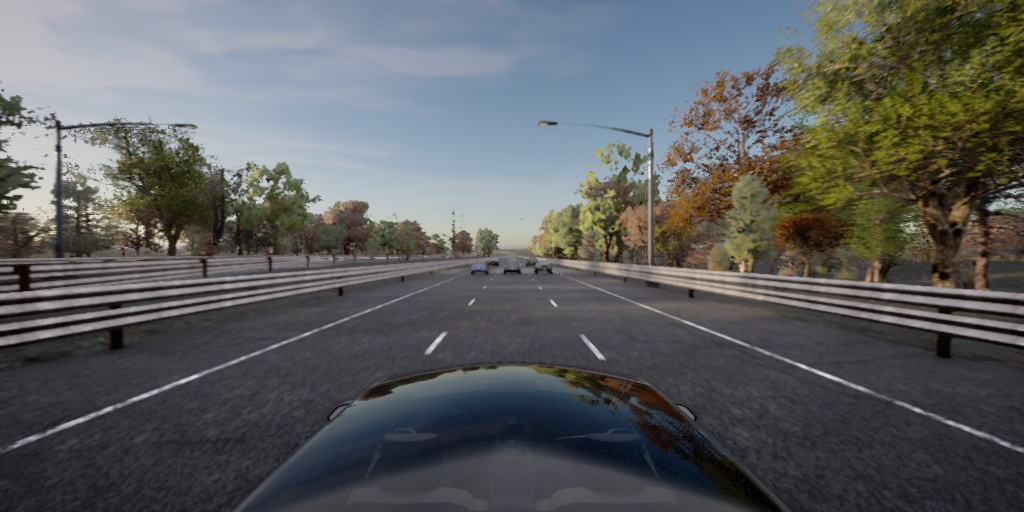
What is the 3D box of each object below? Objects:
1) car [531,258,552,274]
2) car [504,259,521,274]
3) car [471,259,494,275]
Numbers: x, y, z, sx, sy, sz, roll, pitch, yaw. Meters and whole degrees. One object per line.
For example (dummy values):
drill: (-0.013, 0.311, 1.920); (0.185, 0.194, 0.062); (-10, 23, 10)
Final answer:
car: (3.541, 1.272, 41.251); (1.812, 1.442, 4.674); (0, 0, 0)
car: (0.042, 1.312, 41.182); (1.994, 1.385, 4.181); (0, 0, 0)
car: (-3.468, 1.295, 39.925); (2.033, 1.411, 5.357); (0, 0, 0)
